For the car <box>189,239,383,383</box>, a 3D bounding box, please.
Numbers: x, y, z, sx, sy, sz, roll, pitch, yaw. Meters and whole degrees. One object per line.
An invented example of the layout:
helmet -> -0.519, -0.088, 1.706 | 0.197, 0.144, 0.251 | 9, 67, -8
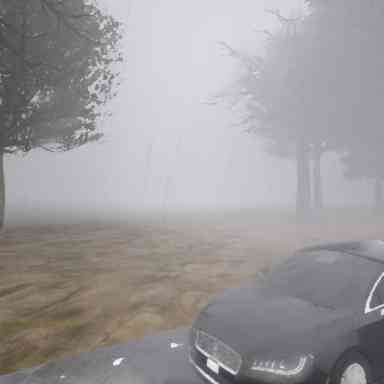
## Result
car -> 2.255, 1.505, 4.682 | 4.892, 1.490, 1.837 | 0, 0, -33
